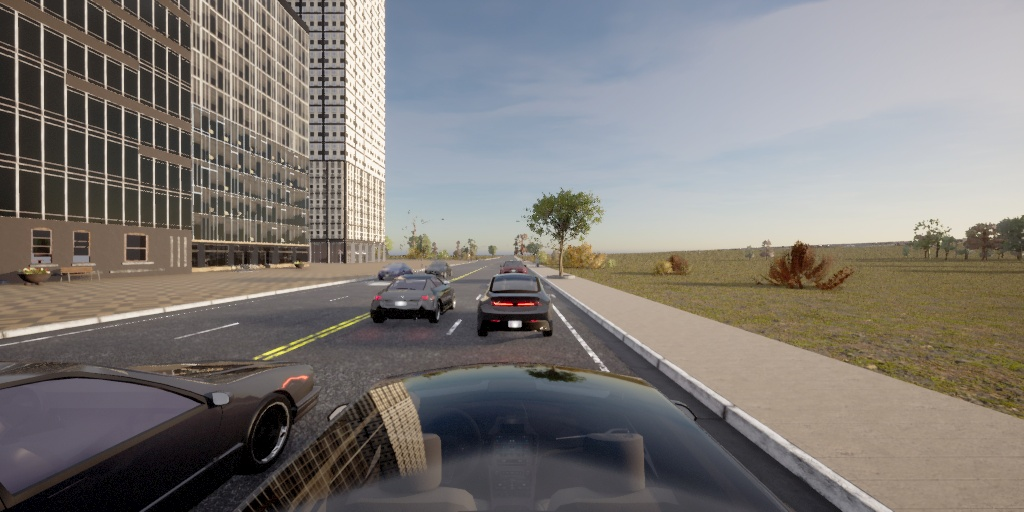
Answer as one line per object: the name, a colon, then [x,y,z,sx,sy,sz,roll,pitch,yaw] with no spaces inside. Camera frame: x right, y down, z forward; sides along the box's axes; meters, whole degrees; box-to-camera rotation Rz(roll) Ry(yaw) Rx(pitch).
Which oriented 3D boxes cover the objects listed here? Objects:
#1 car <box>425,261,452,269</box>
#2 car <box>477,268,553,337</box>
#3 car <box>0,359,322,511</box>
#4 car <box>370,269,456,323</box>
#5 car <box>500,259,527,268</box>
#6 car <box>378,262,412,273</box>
car: [-6.585,1.252,32.297,1.837,1.490,4.892,0,0,0]
car: [0.100,1.254,10.330,1.837,1.490,4.892,0,0,1]
car: [-3.148,1.297,1.720,2.033,1.411,5.357,0,0,0]
car: [-3.143,1.313,12.128,1.994,1.385,4.181,0,0,0]
car: [0.113,1.100,28.348,2.097,1.767,4.553,0,0,0]
car: [-9.822,1.273,30.494,1.812,1.442,4.674,0,0,0]
